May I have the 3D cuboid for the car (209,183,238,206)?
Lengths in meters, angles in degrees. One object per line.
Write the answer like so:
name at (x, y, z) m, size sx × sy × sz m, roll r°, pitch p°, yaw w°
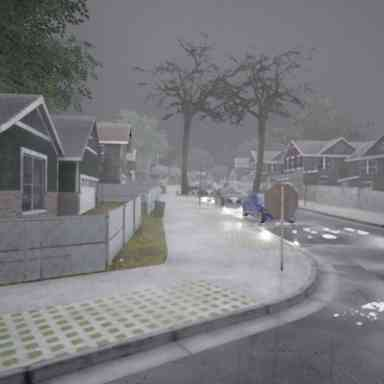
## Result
car at (3.143, 0.327, 29.037) m, size 2.128 × 1.511 × 4.902 m, roll 1°, pitch 3°, yaw -6°

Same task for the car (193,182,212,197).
car at (1.784, -0.278, 41.482) m, size 2.128 × 1.511 × 4.902 m, roll 1°, pitch 3°, yaw -6°

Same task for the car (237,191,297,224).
car at (4.252, 0.807, 18.939) m, size 1.882 × 1.535 × 5.008 m, roll 1°, pitch 3°, yaw -6°

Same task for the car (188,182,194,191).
car at (0.136, -1.018, 57.302) m, size 1.882 × 1.535 × 5.008 m, roll 1°, pitch 2°, yaw -6°
